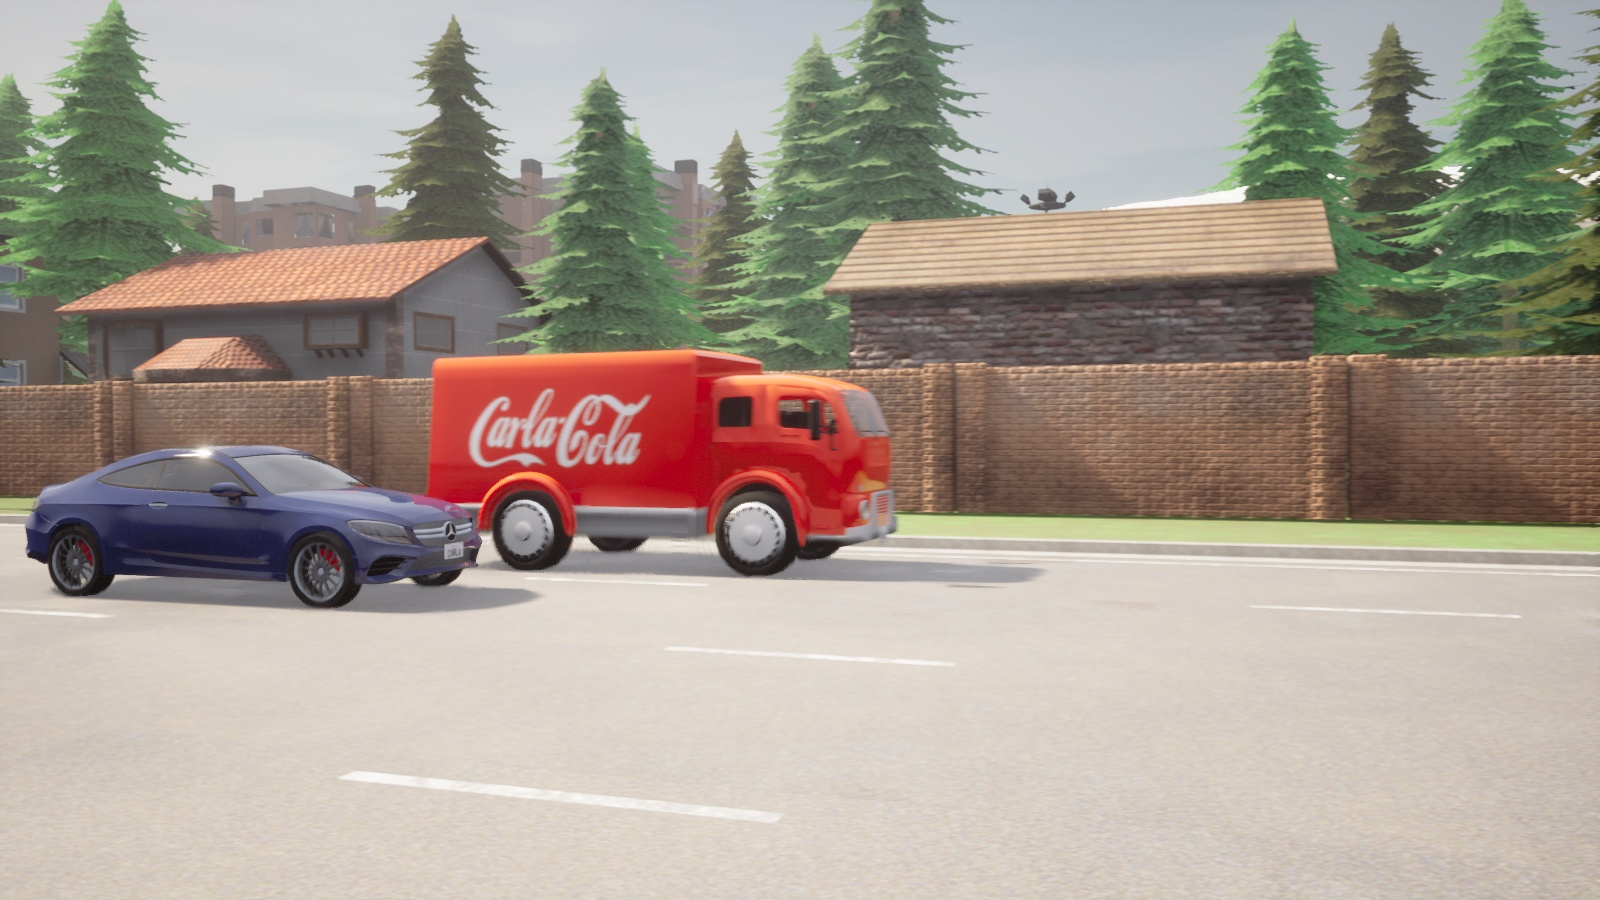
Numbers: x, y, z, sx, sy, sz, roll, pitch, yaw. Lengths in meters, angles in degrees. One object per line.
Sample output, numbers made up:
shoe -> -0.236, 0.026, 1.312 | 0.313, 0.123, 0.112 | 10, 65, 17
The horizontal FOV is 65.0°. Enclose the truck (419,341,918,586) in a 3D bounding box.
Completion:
truck -> -1.461, 0.098, 14.755 | 5.204, 2.467, 2.627 | 1, 1, 19

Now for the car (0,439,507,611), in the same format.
car -> -5.426, 0.633, 12.404 | 4.674, 1.442, 1.812 | 1, 1, 19
